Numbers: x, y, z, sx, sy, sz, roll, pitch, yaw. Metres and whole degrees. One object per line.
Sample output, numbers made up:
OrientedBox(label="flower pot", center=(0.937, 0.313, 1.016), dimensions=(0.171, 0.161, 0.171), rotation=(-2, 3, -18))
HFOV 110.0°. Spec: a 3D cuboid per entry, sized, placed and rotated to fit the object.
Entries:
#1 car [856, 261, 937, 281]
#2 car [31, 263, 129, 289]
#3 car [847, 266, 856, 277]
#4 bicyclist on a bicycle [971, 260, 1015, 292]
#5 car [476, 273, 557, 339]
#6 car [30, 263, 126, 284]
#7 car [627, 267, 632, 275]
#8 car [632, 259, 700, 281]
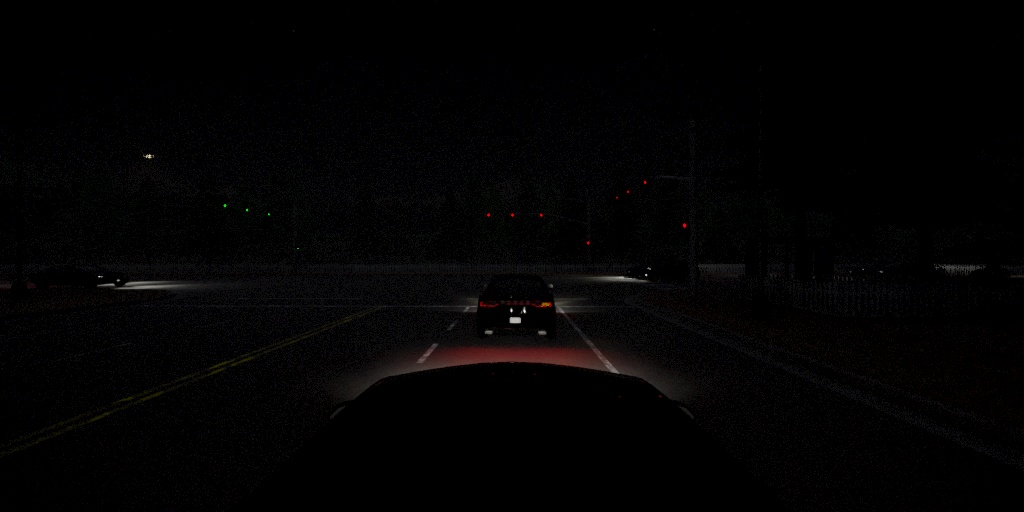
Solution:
OrientedBox(label="car", center=(31.032, 1.220, 28.747), dimensions=(4.674, 1.442, 1.812), rotation=(0, 0, 3))
OrientedBox(label="car", center=(-26.580, 1.220, 22.081), dimensions=(4.674, 1.442, 1.812), rotation=(0, 0, 0))
OrientedBox(label="car", center=(32.943, 1.186, 32.091), dimensions=(4.902, 1.511, 2.128), rotation=(0, 0, 4))
OrientedBox(label="bicyclist on a bicycle", center=(22.821, 0.995, 17.030), dimensions=(0.582, 1.620, 1.656), rotation=(0, 0, 0))
OrientedBox(label="car", center=(0.173, 1.228, 10.168), dimensions=(1.882, 1.535, 5.008), rotation=(0, 0, 2))
OrientedBox(label="car", center=(-30.823, 1.220, 25.566), dimensions=(4.674, 1.442, 1.812), rotation=(0, 0, 0))
OrientedBox(label="car", center=(12.649, 1.258, 32.560), dimensions=(4.181, 1.385, 1.994), rotation=(0, 0, 1))
OrientedBox(label="car", center=(12.541, 1.047, 28.912), dimensions=(4.553, 1.767, 2.097), rotation=(0, 0, -2))
